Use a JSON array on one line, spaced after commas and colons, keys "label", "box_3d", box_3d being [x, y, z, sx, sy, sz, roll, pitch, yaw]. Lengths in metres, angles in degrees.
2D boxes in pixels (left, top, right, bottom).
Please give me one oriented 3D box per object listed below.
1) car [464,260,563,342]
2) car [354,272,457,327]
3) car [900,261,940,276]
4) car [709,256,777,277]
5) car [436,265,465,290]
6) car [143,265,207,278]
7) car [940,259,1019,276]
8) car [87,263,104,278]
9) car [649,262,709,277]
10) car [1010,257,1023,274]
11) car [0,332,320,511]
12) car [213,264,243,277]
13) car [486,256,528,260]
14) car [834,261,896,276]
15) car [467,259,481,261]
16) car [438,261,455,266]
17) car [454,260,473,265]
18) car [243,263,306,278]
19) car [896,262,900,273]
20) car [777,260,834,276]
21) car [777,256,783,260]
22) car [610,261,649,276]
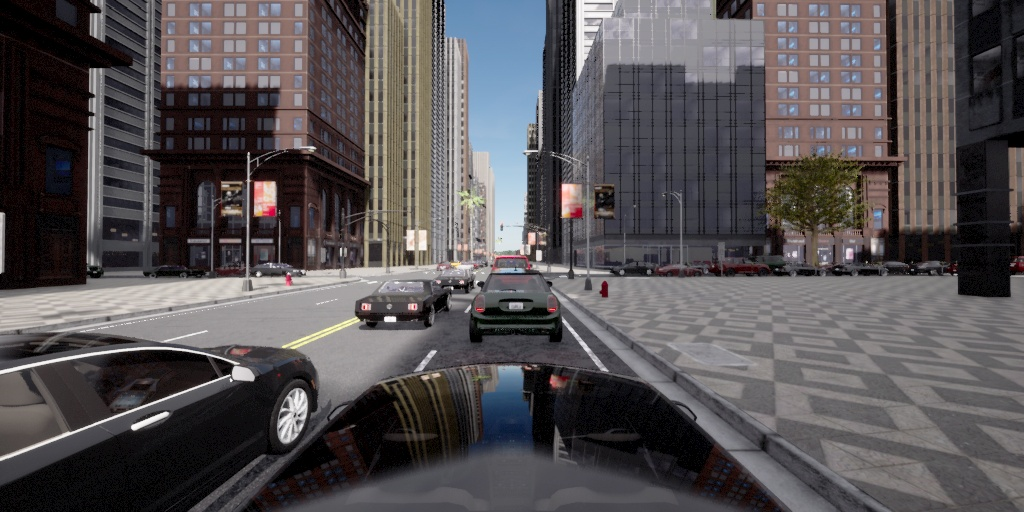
[{"label": "car", "box_3d": [0.081, 1.108, 9.897, 2.097, 1.767, 4.553, 0, 0, 0]}, {"label": "car", "box_3d": [-3.167, 1.361, 11.544, 1.895, 1.301, 4.718, 0, 0, 0]}, {"label": "car", "box_3d": [42.522, 1.228, 36.025, 4.674, 1.442, 1.812, 0, -1, -1]}, {"label": "car", "box_3d": [20.892, 1.041, 33.014, 5.009, 1.841, 2.192, 0, 0, -1]}, {"label": "car", "box_3d": [-3.189, 1.387, 20.713, 1.895, 1.301, 4.718, 0, 0, 0]}, {"label": "car", "box_3d": [-32.663, 1.572, 34.859, 4.718, 1.301, 1.895, 0, -1, 0]}, {"label": "car", "box_3d": [43.442, 1.214, 33.409, 4.507, 1.381, 1.888, 0, 0, -1]}, {"label": "car", "box_3d": [-43.300, 1.241, 34.855, 5.566, 2.045, 2.150, 0, -1, 0]}, {"label": "car", "box_3d": [15.254, 1.327, 32.915, 4.207, 1.307, 1.802, 0, 0, -1]}, {"label": "car", "box_3d": [49.080, 0.973, 33.508, 5.009, 1.841, 2.192, 0, 0, -1]}, {"label": "car", "box_3d": [-3.151, 1.255, 2.224, 1.837, 1.490, 4.892, 0, 0, 0]}, {"label": "car", "box_3d": [-29.280, 1.519, 38.061, 4.674, 1.442, 1.812, 0, -1, 0]}, {"label": "car", "box_3d": [-0.036, 1.003, 19.417, 2.150, 2.045, 5.566, 0, 0, 0]}, {"label": "car", "box_3d": [32.166, 1.260, 33.211, 4.313, 1.339, 1.948, 0, 0, -1]}, {"label": "car", "box_3d": [-6.695, 1.633, 61.024, 1.895, 1.301, 4.718, 0, 0, 0]}, {"label": "car", "box_3d": [-9.942, 1.503, 53.115, 1.812, 1.442, 4.674, 0, 0, -3]}, {"label": "car", "box_3d": [-6.697, 1.569, 51.860, 1.895, 1.301, 4.718, 0, 0, 0]}, {"label": "car", "box_3d": [-22.716, 1.418, 34.870, 4.902, 1.511, 2.128, 0, -1, 0]}, {"label": "car", "box_3d": [40.578, 1.268, 39.095, 4.674, 1.442, 1.812, 0, -1, -1]}, {"label": "car", "box_3d": [26.529, 1.276, 33.112, 4.313, 1.339, 1.948, 0, 0, -1]}, {"label": "car", "box_3d": [26.529, 0.999, 38.896, 5.566, 2.045, 2.150, 0, -1, -1]}, {"label": "car", "box_3d": [13.031, 1.326, 38.652, 4.892, 1.490, 1.837, 0, -1, -1]}]
